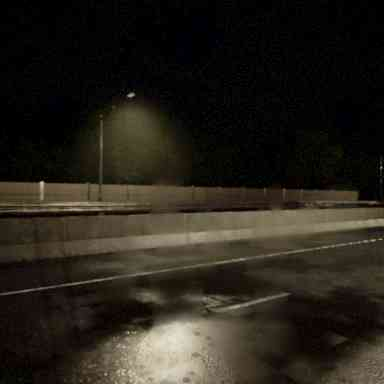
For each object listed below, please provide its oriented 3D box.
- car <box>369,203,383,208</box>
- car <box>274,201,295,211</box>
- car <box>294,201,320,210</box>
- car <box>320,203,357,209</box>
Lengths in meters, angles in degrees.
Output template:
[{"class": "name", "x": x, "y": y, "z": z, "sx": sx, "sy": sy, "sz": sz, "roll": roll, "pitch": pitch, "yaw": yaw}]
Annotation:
[{"class": "car", "x": 20.403, "y": 1.953, "z": 35.824, "sx": 5.008, "sy": 1.535, "sz": 1.882, "roll": 1, "pitch": -1, "yaw": -36}, {"class": "car", "x": 12.801, "y": 1.956, "z": 43.290, "sx": 4.892, "sy": 1.490, "sz": 1.837, "roll": 1, "pitch": -1, "yaw": -36}, {"class": "car", "x": 15.118, "y": 2.057, "z": 40.648, "sx": 4.718, "sy": 1.301, "sz": 1.895, "roll": 1, "pitch": -1, "yaw": -36}, {"class": "car", "x": 16.914, "y": 1.978, "z": 37.630, "sx": 4.674, "sy": 1.442, "sz": 1.812, "roll": 1, "pitch": -1, "yaw": -36}]
